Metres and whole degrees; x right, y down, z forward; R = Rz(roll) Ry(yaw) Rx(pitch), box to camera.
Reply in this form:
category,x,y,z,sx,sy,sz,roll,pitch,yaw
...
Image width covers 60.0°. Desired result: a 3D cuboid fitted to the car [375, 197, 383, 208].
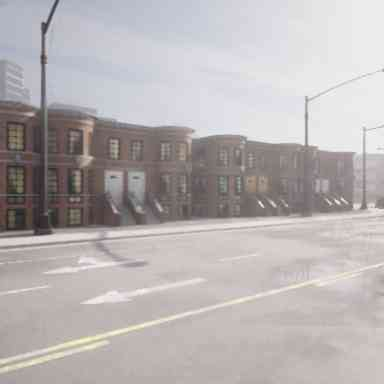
category,x,y,z,sx,sy,sz,roll,pitch,yaw
car,28.666,1.468,47.752,2.097,1.767,4.553,0,0,-9
